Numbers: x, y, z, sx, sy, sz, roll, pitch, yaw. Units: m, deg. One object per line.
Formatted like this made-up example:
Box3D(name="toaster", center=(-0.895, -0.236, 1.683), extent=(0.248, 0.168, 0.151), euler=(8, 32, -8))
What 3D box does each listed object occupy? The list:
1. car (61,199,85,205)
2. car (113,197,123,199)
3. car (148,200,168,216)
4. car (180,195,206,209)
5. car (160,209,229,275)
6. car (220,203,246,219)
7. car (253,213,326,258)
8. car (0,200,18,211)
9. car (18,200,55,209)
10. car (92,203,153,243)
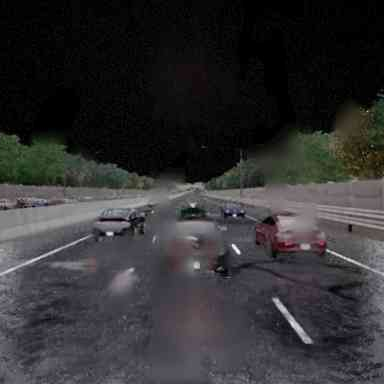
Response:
Box3D(name="car", center=(-14.095, 1.578, 39.502), extent=(1.837, 1.490, 4.892), euler=(0, 0, 0))
Box3D(name="car", center=(-17.508, 1.498, 78.707), extent=(1.994, 1.385, 4.181), euler=(0, 0, 0))
Box3D(name="car", center=(-3.409, 1.561, 31.700), extent=(1.837, 1.490, 4.892), euler=(0, 0, 0))
Box3D(name="car", center=(0.091, 1.277, 30.763), extent=(2.150, 2.045, 5.566), euler=(0, 0, 0))
Box3D(name="car", center=(0.077, 1.523, 10.487), extent=(1.837, 1.490, 4.892), euler=(0, 0, 0))
Box3D(name="car", center=(3.590, 1.655, 30.135), extent=(1.895, 1.301, 4.718), euler=(0, 0, 0))
Box3D(name="car", center=(3.585, 1.547, 12.780), extent=(1.812, 1.442, 4.674), euler=(0, 0, 0))
Box3D(name="car", center=(-21.092, 1.636, 39.295), extent=(1.994, 1.385, 4.181), euler=(0, 0, 0))
Box3D(name="car", center=(-17.598, 1.671, 38.257), extent=(1.895, 1.301, 4.718), euler=(0, 0, 0))
Box3D(name="car", center=(-3.409, 1.518, 16.235), extent=(2.128, 1.511, 4.902), euler=(0, 0, 0))
